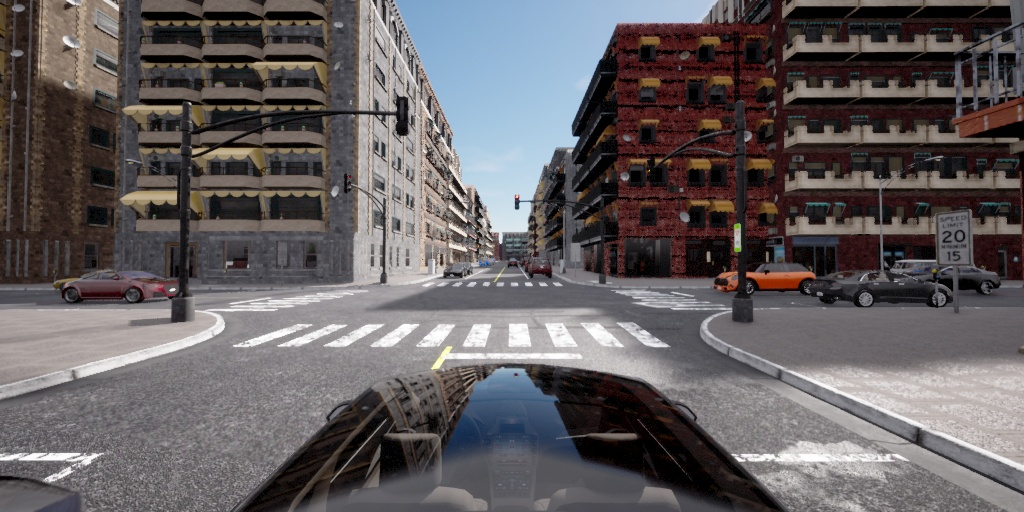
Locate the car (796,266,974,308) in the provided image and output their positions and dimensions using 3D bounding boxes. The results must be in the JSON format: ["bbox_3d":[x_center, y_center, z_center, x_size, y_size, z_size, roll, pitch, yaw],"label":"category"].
[{"bbox_3d":[13.759,1.185,13.466,4.403,1.370,2.007,0,0,0],"label":"car"}]

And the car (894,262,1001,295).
[{"bbox_3d":[22.419,1.220,18.865,4.902,1.511,2.128,0,-1,0],"label":"car"}]

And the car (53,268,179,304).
[{"bbox_3d":[-17.191,1.339,16.056,4.181,1.385,1.994,0,-1,0],"label":"car"}]

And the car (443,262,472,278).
[{"bbox_3d":[-5.277,1.328,33.736,1.948,1.339,4.313,0,0,0],"label":"car"}]

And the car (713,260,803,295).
[{"bbox_3d":[13.224,1.102,18.929,4.553,1.767,2.097,0,-1,1],"label":"car"}]

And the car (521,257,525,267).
[{"bbox_3d":[2.617,1.086,44.895,2.192,1.841,5.009,0,0,0],"label":"car"}]

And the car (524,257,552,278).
[{"bbox_3d":[2.604,1.076,33.772,2.192,1.841,5.009,0,0,0],"label":"car"}]

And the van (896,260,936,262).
[{"bbox_3d":[24.926,1.115,21.305,3.998,1.789,1.690,0,0,0],"label":"van"}]

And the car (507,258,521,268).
[{"bbox_3d":[0.171,1.329,63.934,1.837,1.490,4.892,0,0,0],"label":"car"}]
